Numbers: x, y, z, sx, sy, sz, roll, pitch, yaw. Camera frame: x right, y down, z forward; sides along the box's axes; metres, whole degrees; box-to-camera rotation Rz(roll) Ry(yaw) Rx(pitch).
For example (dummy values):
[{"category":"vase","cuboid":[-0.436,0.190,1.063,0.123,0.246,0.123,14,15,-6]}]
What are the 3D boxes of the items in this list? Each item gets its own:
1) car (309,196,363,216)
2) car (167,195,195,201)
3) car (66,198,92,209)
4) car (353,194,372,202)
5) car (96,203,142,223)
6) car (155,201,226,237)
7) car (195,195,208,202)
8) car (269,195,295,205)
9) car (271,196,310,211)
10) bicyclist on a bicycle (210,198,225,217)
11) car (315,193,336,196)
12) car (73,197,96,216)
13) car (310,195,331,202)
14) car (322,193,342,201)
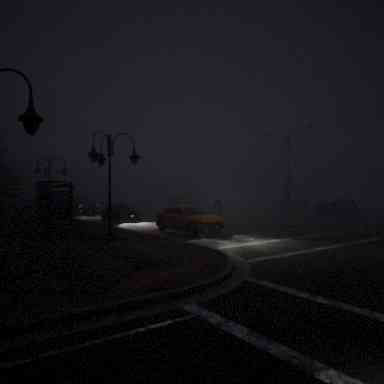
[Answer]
[{"category":"car","cuboid":[13.040,1.381,30.209,1.845,1.501,3.633,0,0,-36]},{"category":"car","cuboid":[-2.077,1.346,51.404,2.007,1.523,4.514,0,0,-36]},{"category":"car","cuboid":[-15.415,1.537,45.388,1.812,1.442,4.674,0,0,-40]},{"category":"car","cuboid":[33.267,1.093,66.308,1.932,1.855,4.605,0,0,-36]},{"category":"car","cuboid":[-5.527,1.576,25.898,1.994,1.385,4.181,0,0,-36]},{"category":"car","cuboid":[-0.200,1.490,18.565,1.882,1.535,5.008,0,0,-36]},{"category":"car","cuboid":[0.447,1.336,53.268,2.152,1.636,5.027,0,0,-36]},{"category":"car","cuboid":[14.547,1.322,53.893,1.845,1.501,3.633,0,0,-36]},{"category":"car","cuboid":[11.160,1.390,37.982,1.970,1.475,3.806,0,0,-36]},{"category":"bicyclist on a bicycle","cuboid":[2.182,1.311,28.009,1.656,1.620,0.582,0,0,-36]},{"category":"car","cuboid":[22.710,1.297,59.658,2.007,1.523,4.514,0,0,-36]},{"category":"car","cuboid":[-10.947,1.364,33.361,2.097,1.767,4.553,0,0,-36]},{"category":"car","cuboid":[28.315,1.357,73.191,1.970,1.475,3.806,0,0,-36]},{"category":"car","cuboid":[31.377,1.072,74.623,1.905,1.878,3.866,0,0,-36]}]
